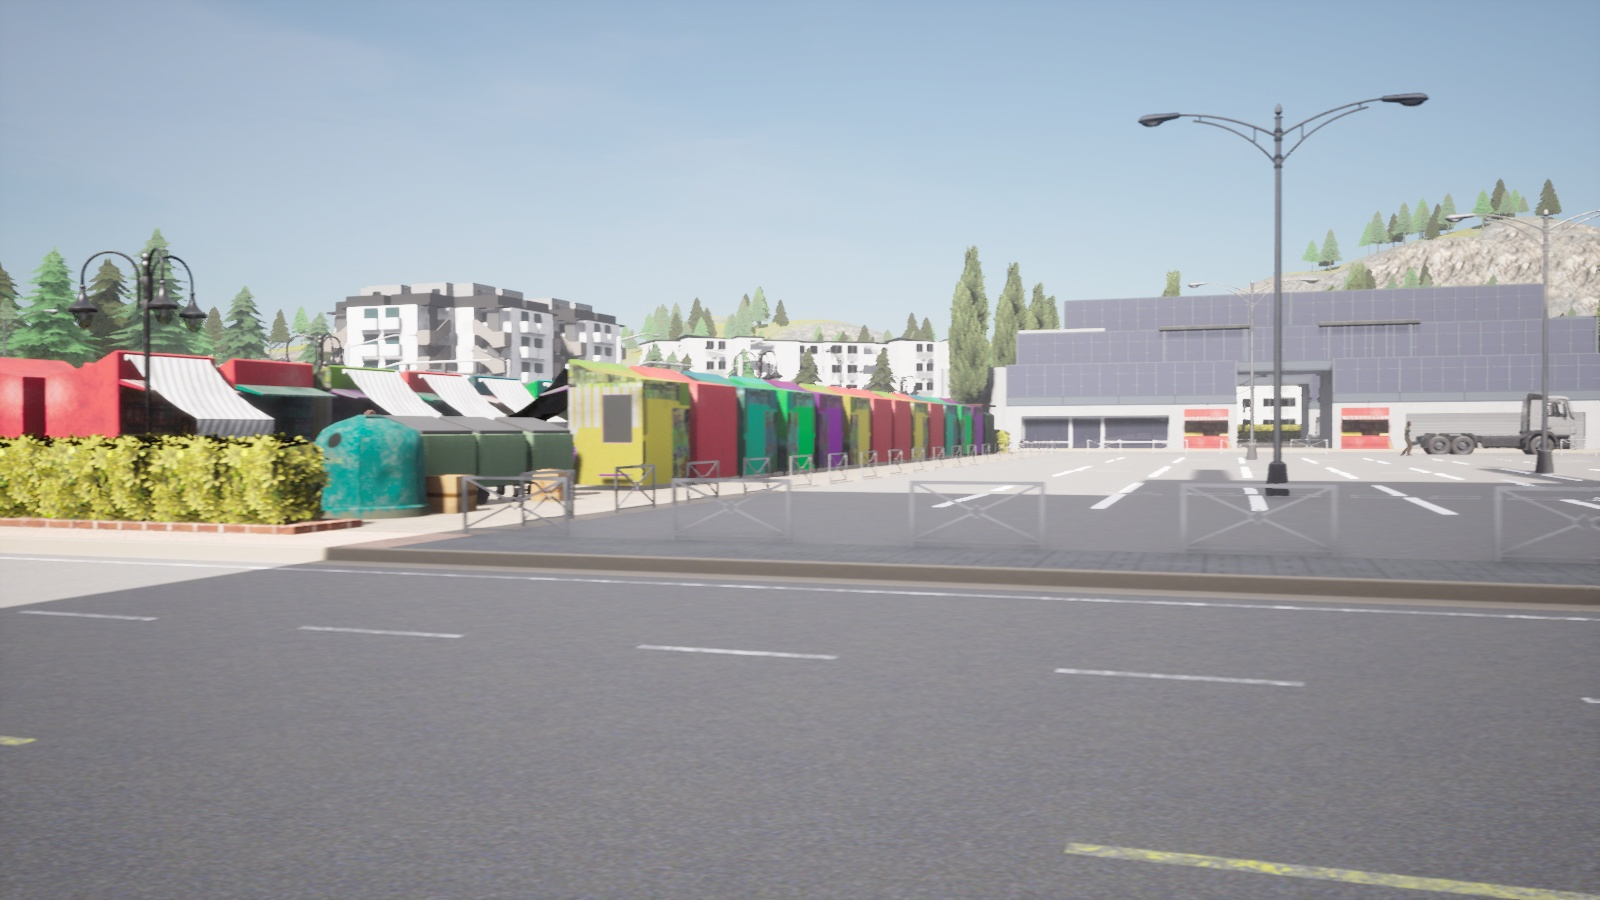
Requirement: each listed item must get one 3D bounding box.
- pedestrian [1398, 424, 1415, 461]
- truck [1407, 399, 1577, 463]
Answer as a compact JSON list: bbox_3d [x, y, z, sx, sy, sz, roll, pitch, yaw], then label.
[{"bbox_3d":[31.595,-0.390,65.421,0.692,1.930,0.395,1,1,34],"label":"pedestrian"},{"bbox_3d":[38.489,-1.079,70.159,7.936,3.462,2.891,1,1,20],"label":"truck"}]
